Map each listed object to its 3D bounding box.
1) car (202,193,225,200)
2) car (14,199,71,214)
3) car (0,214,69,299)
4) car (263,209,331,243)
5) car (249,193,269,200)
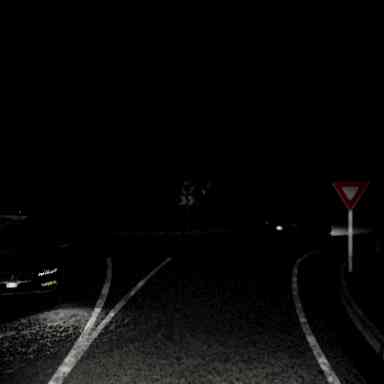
[{"bbox_3d":[6.501,1.371,94.932,5.566,2.045,2.435,0,0,0],"label":"car"},{"bbox_3d":[-14.292,1.427,32.187,2.033,1.411,5.357,0,0,24],"label":"car"},{"bbox_3d":[-4.302,1.550,8.699,1.837,1.490,4.892,2,-1,-20],"label":"car"},{"bbox_3d":[5.124,1.523,16.003,1.994,1.385,4.181,0,0,41],"label":"car"},{"bbox_3d":[19.017,1.476,92.087,4.553,1.767,2.185,0,0,0],"label":"car"}]
